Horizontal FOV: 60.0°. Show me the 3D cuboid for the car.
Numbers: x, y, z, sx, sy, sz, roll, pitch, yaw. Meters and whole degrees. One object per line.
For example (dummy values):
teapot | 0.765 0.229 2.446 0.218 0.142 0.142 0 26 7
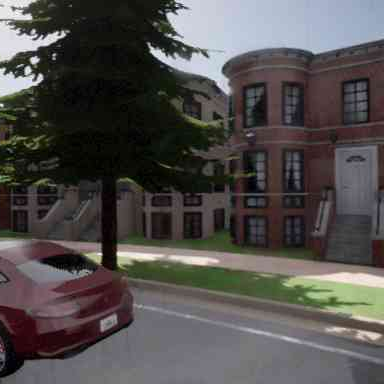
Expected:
car | -3.082 1.530 5.410 4.674 1.442 1.812 0 0 29
